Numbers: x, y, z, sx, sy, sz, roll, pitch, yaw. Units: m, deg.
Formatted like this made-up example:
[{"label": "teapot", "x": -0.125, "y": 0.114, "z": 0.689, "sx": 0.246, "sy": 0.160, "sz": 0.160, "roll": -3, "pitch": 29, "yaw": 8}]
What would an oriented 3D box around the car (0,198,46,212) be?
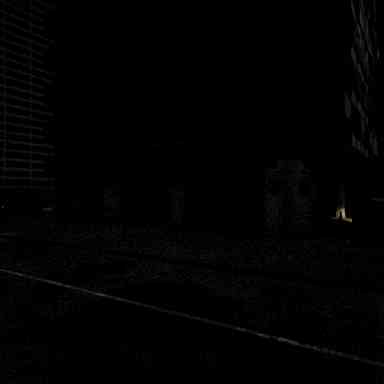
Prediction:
[{"label": "car", "x": -19.790, "y": 1.492, "z": 39.438, "sx": 2.128, "sy": 1.511, "sz": 4.902, "roll": 0, "pitch": 0, "yaw": 33}]
